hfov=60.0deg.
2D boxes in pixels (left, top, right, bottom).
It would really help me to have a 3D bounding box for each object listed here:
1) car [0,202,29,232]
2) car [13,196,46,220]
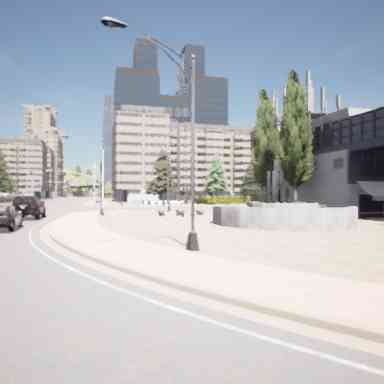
[{"bbox_3d":[-11.876,1.610,20.741,2.128,1.511,4.902,0,-1,-19],"label":"car"},{"bbox_3d":[-14.680,1.403,29.979,2.150,2.045,5.566,0,0,-16],"label":"car"}]
